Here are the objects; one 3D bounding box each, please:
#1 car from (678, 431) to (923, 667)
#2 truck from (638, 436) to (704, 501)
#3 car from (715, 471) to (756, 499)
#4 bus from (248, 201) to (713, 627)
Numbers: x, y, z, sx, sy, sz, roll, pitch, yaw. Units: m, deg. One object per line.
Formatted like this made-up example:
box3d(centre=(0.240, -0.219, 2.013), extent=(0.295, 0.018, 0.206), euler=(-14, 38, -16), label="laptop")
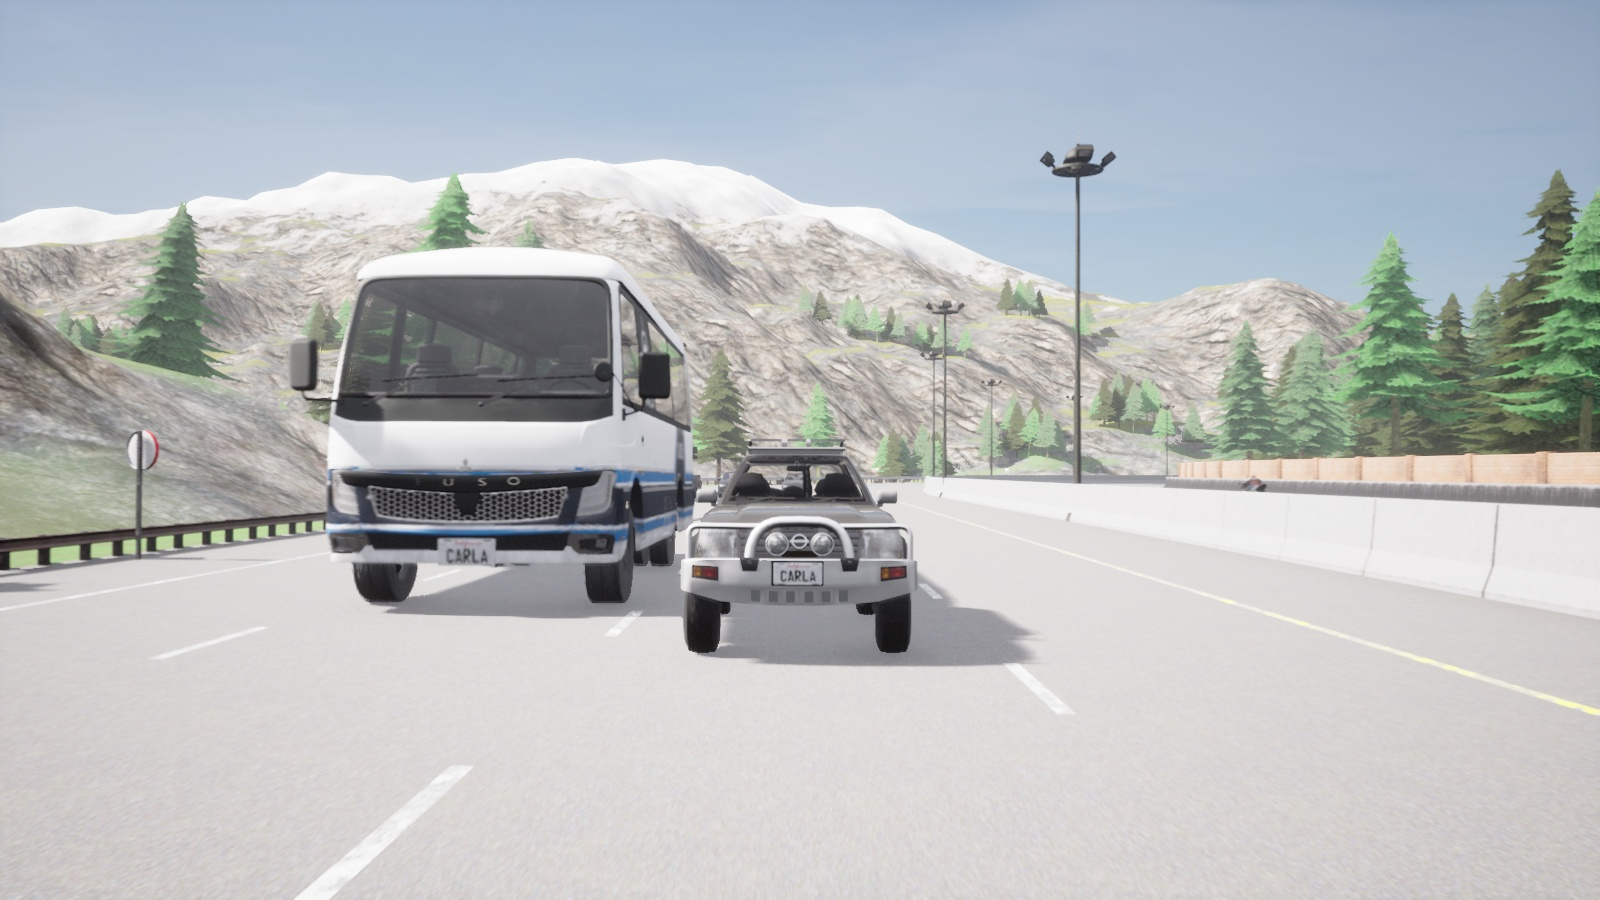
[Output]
box3d(centre=(-0.033, 0.838, 12.235), extent=(1.932, 1.855, 4.605), euler=(0, -1, -1), label="car")
box3d(centre=(-7.179, 1.046, 70.779), extent=(2.891, 3.462, 7.936), euler=(0, -1, 0), label="truck")
box3d(centre=(-3.675, 1.996, 72.313), extent=(2.128, 1.511, 4.902), euler=(0, -1, 0), label="car")
box3d(centre=(-3.549, -0.251, 17.707), extent=(3.944, 4.253, 10.273), euler=(0, -1, 0), label="bus")
